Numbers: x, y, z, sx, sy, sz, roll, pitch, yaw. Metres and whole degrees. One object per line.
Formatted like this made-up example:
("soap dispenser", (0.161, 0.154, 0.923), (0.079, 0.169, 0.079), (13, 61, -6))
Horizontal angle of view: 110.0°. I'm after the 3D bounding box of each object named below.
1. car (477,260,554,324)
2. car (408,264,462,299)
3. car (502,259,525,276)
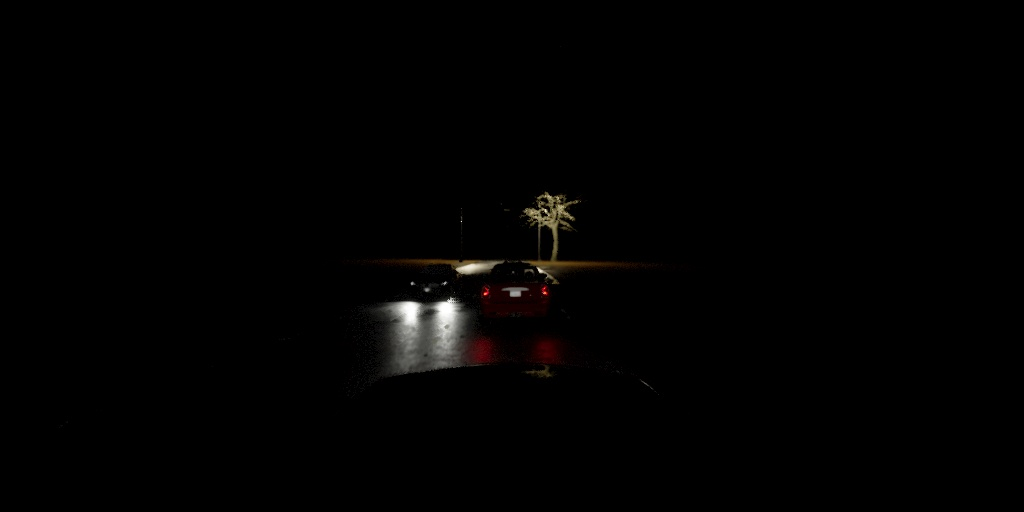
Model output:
("car", (0.088, 0.980, 11.633), (2.097, 1.767, 4.553), (-1, 1, 0))
("car", (-3.500, 1.104, 17.091), (1.812, 1.442, 4.674), (0, 1, 0))
("car", (0.096, 1.009, 32.042), (1.895, 1.301, 4.718), (0, 1, 0))
